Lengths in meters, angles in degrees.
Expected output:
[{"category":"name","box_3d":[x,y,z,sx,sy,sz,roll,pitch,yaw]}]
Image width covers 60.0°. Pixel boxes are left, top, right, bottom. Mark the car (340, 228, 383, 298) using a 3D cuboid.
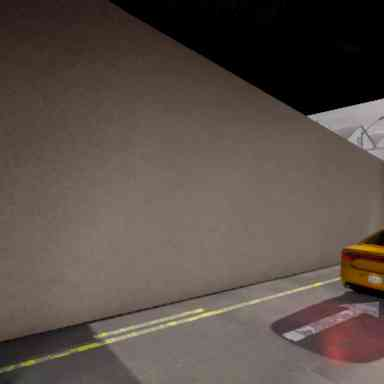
[{"category":"car","box_3d":[5.431,1.477,7.636,5.008,1.535,1.882,0,0,-35]}]
